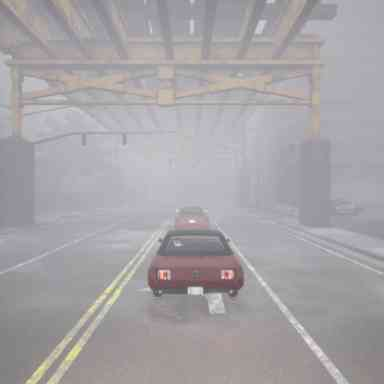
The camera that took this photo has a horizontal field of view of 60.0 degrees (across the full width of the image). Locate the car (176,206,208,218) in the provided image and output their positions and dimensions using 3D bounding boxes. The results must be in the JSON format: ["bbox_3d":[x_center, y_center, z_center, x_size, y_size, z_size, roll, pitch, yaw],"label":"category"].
[{"bbox_3d":[-0.011,1.554,20.128,1.994,1.385,4.181,0,0,-1],"label":"car"}]

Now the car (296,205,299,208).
[{"bbox_3d":[13.478,1.268,34.616,4.536,1.218,1.853,0,0,25],"label":"car"}]

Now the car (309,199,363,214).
[{"bbox_3d":[13.173,1.273,30.495,4.536,1.218,1.853,0,0,-20],"label":"car"}]

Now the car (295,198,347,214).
[{"bbox_3d":[13.431,1.426,34.638,4.974,1.542,2.038,0,0,25],"label":"car"}]

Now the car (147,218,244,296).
[{"bbox_3d":[0.059,1.601,8.594,1.895,1.301,4.718,0,0,0],"label":"car"}]

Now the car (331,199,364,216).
[{"bbox_3d":[13.124,1.430,30.477,4.974,1.542,2.038,0,0,-20],"label":"car"}]
